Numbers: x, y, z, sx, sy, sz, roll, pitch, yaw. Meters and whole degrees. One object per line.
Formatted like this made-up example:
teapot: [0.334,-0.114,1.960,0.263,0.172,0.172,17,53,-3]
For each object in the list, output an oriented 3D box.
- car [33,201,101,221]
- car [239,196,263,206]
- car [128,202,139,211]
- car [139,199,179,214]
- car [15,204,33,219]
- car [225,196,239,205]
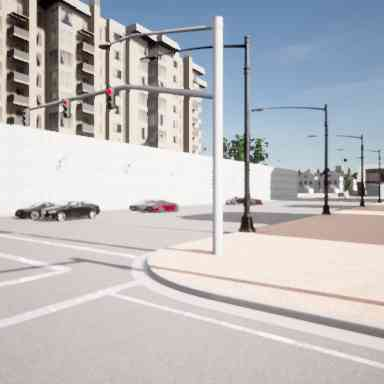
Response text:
car: [-9.698,1.467,26.814,2.128,1.511,4.902,0,0,36]
car: [9.823,1.540,53.874,1.994,1.385,4.181,0,0,36]
car: [-5.028,1.517,39.327,2.033,1.411,5.357,0,0,36]
car: [-3.214,1.539,35.850,1.994,1.385,4.181,0,0,36]
car: [-12.797,1.535,28.488,1.994,1.385,4.181,0,0,35]
car: [7.421,1.466,56.519,2.128,1.511,4.902,0,0,36]
